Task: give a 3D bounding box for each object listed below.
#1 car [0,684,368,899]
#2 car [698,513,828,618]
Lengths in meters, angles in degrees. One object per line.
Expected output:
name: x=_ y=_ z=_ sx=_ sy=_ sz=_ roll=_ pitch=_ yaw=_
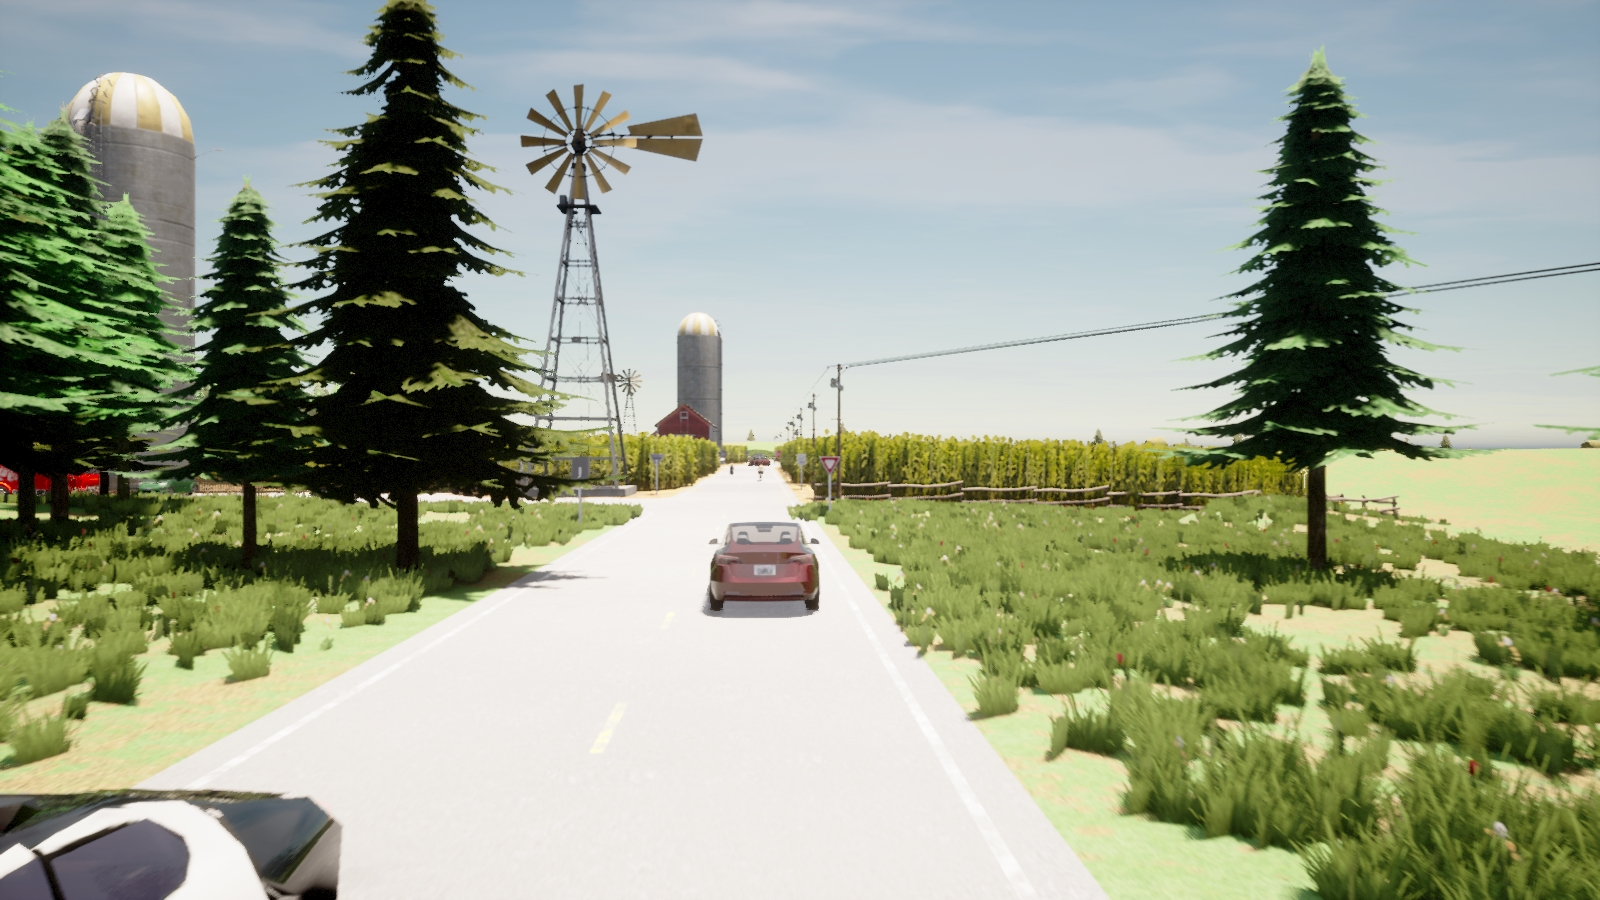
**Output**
car: x=-3.271 y=2.038 z=3.665 sx=2.038 sy=1.542 sz=4.974 roll=0 pitch=0 yaw=-2
car: x=-0.699 y=2.063 z=21.510 sx=2.163 sy=1.488 sz=4.792 roll=0 pitch=0 yaw=-2
